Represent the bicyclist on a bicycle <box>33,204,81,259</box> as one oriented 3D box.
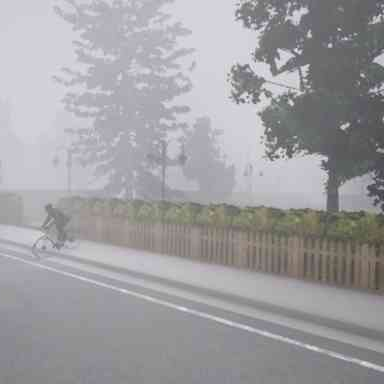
[{"bbox_3d":[-4.249,1.164,10.422,0.582,1.620,1.656,2,10,37],"label":"bicyclist on a bicycle"}]
